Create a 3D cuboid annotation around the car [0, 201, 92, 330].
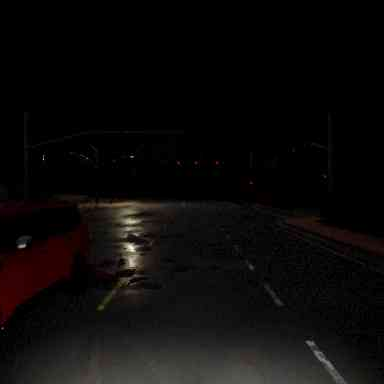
[{"bbox_3d":[-3.552,1.207,5.789,2.150,2.045,5.566,0,0,2],"label":"car"}]
